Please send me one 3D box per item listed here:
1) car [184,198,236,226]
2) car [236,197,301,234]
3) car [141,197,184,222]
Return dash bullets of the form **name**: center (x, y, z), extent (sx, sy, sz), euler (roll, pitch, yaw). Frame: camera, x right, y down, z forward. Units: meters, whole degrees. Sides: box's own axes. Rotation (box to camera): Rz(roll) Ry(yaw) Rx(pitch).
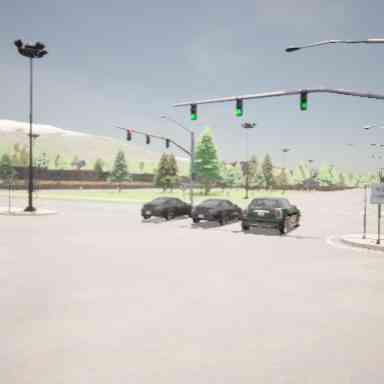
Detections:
- **car**: center (1.607, 1.107, 19.790), extent (1.812, 1.442, 4.674), euler (2, 1, 29)
- **car**: center (4.238, 1.026, 17.302), extent (2.097, 1.767, 4.553), euler (2, 1, 29)
- **car**: center (-1.453, 1.025, 21.514), extent (1.812, 1.442, 4.674), euler (2, 1, 29)
